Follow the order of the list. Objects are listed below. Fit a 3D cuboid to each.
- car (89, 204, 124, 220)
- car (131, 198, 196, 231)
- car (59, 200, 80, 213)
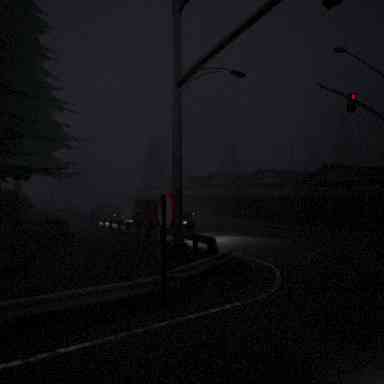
[{"bbox_3d":[-7.651,1.755,29.695,1.994,1.385,4.181,0,0,-35],"label":"car"},{"bbox_3d":[-1.995,1.413,21.567,2.150,2.045,5.566,0,0,-35],"label":"car"},{"bbox_3d":[-15.000,1.734,40.359,2.033,1.411,5.357,0,0,-28],"label":"car"}]
